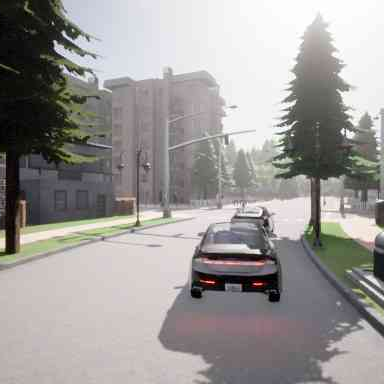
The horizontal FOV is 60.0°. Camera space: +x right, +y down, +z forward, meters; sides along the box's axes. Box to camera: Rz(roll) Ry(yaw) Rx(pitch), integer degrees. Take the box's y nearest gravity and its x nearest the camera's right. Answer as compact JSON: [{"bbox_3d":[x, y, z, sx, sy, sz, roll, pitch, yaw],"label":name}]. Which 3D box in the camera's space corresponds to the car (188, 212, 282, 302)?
[{"bbox_3d":[1.106,1.492,8.335,2.128,1.511,4.902,0,0,9],"label":"car"}]

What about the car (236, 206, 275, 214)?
[{"bbox_3d":[3.233,1.492,17.443,2.128,1.511,4.902,0,0,18],"label":"car"}]
